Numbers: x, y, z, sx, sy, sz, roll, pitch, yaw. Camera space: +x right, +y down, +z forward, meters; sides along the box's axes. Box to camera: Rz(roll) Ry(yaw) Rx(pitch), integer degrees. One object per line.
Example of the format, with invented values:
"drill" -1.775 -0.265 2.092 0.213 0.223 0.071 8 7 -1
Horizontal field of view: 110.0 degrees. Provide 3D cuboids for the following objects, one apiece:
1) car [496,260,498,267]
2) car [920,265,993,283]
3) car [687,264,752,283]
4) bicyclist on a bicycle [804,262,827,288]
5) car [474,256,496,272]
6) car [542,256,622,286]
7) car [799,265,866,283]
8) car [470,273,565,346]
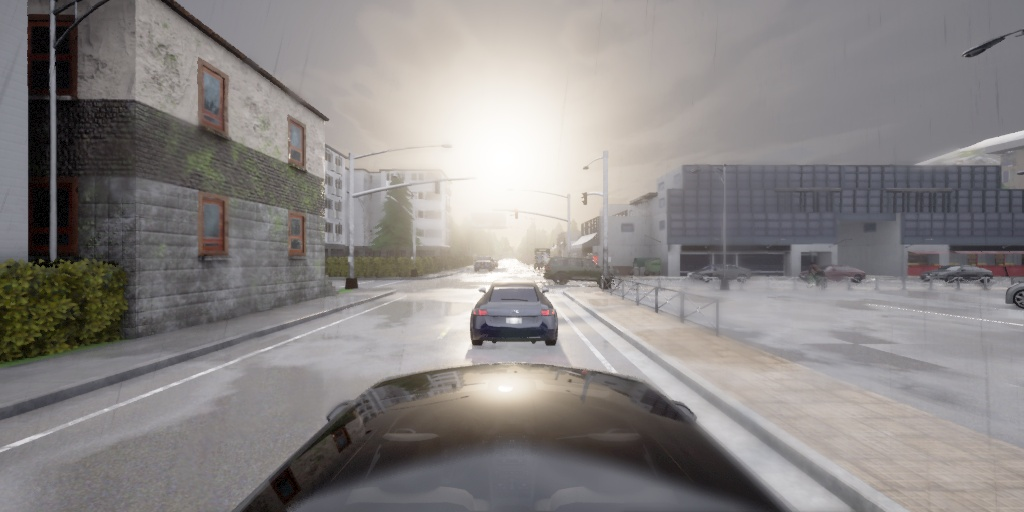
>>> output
"car" -3.654 1.351 56.973 1.895 1.301 4.718 0 0 0
"car" 36.708 1.452 29.612 4.674 1.442 1.812 0 0 0
"car" 17.033 1.418 29.561 4.902 1.511 2.128 0 0 0
"bicyclist on a bicycle" 18.689 1.227 22.084 0.582 1.620 1.656 0 0 0
"car" -3.653 0.972 47.080 2.150 2.045 5.566 0 0 0
"car" 4.976 1.099 25.830 5.566 2.045 2.150 2 0 0
"car" 26.398 1.452 29.590 4.674 1.442 1.812 0 0 0
"car" 0.053 1.314 9.463 1.994 1.385 4.181 0 0 0
